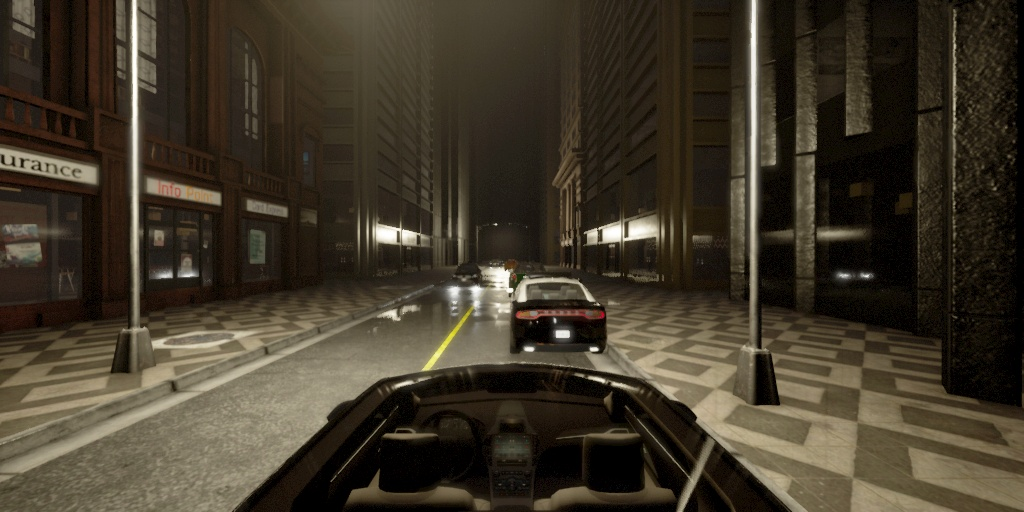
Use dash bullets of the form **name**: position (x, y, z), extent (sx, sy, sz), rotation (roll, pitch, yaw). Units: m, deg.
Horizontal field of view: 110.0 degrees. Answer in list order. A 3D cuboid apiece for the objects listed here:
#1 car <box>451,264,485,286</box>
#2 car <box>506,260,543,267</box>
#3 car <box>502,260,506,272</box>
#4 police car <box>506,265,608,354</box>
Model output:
- **car**: position (-3.140, 1.289, 25.789), extent (1.812, 1.442, 4.674), rotation (0, 0, 0)
- **car**: position (0.872, 1.108, 18.752), extent (2.097, 1.767, 4.553), rotation (0, 0, 0)
- **car**: position (-0.035, 1.272, 48.219), extent (1.882, 1.535, 5.008), rotation (0, 0, 0)
- **police car**: position (0.889, 1.176, 8.891), extent (1.930, 1.638, 5.238), rotation (0, 0, 0)
